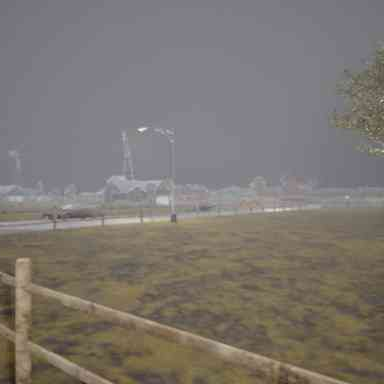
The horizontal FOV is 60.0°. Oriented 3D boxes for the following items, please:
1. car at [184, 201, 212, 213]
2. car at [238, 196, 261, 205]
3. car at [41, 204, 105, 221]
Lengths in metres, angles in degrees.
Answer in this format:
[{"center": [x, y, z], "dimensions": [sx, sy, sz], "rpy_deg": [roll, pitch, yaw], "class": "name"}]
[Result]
[{"center": [0.825, 2.000, 44.075], "dimensions": [1.837, 1.490, 4.892], "rpy_deg": [-1, -2, 36], "class": "car"}, {"center": [9.837, 1.608, 56.530], "dimensions": [2.150, 2.045, 5.566], "rpy_deg": [-1, -2, 36], "class": "car"}, {"center": [-10.123, 1.726, 28.793], "dimensions": [2.033, 1.411, 5.357], "rpy_deg": [-1, -2, 36], "class": "car"}]
